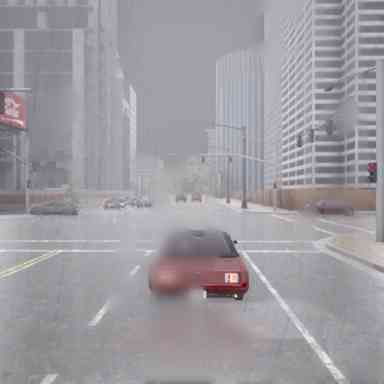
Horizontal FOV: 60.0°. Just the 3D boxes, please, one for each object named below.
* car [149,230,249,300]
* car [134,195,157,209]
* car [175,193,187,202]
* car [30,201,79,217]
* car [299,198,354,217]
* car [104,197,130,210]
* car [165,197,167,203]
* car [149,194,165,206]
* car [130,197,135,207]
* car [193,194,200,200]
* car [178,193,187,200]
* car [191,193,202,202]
[{"bbox_3d":[0.214,1.601,8.344,1.895,1.301,4.718,0,0,2],"label":"car"},{"bbox_3d":[-6.442,1.526,46.712,1.812,1.442,4.674,0,0,1],"label":"car"},{"bbox_3d":[-2.471,1.216,73.466,2.150,2.045,5.566,0,0,1],"label":"car"},{"bbox_3d":[-12.634,1.564,30.729,4.181,1.385,1.994,0,0,1],"label":"car"},{"bbox_3d":[12.270,1.352,30.508,4.553,1.767,2.097,0,0,1],"label":"car"},{"bbox_3d":[-9.995,1.491,43.276,2.128,1.511,4.902,0,0,1],"label":"car"},{"bbox_3d":[-6.082,1.601,67.039,1.895,1.301,4.718,0,0,1],"label":"car"},{"bbox_3d":[-6.294,1.492,56.381,2.128,1.511,4.902,0,0,1],"label":"car"},{"bbox_3d":[-9.857,1.491,52.704,2.128,1.511,4.902,0,0,1],"label":"car"},{"bbox_3d":[1.181,1.353,84.086,1.812,1.442,4.674,0,0,1],"label":"car"},{"bbox_3d":[-2.319,1.184,84.106,2.097,1.767,4.553,0,0,1],"label":"car"},{"bbox_3d":[1.029,1.216,73.416,2.150,2.045,5.566,0,0,1],"label":"car"}]
